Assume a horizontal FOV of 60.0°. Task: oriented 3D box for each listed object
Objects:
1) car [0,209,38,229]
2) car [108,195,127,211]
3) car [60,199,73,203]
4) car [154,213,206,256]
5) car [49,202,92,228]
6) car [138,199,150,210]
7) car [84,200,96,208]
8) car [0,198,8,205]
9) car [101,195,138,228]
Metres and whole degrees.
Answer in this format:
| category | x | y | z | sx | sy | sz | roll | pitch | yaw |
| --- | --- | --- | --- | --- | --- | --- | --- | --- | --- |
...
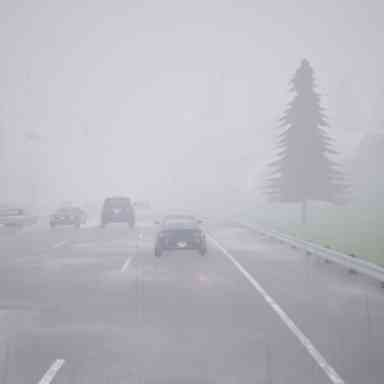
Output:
| category | x | y | z | sx | sy | sz | roll | pitch | yaw |
| --- | --- | --- | --- | --- | --- | --- | --- | --- | --- |
| car | -12.122 | 1.796 | 22.834 | 1.895 | 1.301 | 4.718 | 0 | 0 | -9 |
| car | -10.680 | 1.512 | 47.486 | 2.150 | 2.045 | 5.566 | 0 | 0 | -18 |
| car | -20.505 | 1.875 | 54.285 | 1.882 | 1.535 | 5.008 | 0 | 0 | -21 |
| car | -0.523 | 1.589 | 13.427 | 1.812 | 1.442 | 4.674 | 0 | 0 | -5 |
| car | -8.687 | 1.719 | 23.658 | 2.033 | 1.411 | 5.357 | 0 | 0 | -10 |
| car | -7.300 | 1.745 | 48.185 | 1.882 | 1.535 | 5.008 | 0 | 0 | -17 |
| car | -16.734 | 1.968 | 54.189 | 1.895 | 1.301 | 4.718 | 0 | 0 | -20 |
| car | -42.148 | 2.102 | 74.293 | 1.837 | 1.490 | 4.892 | 0 | 0 | -30 |
| car | -5.177 | 1.365 | 23.689 | 2.150 | 2.045 | 5.566 | 0 | 0 | -9 |
